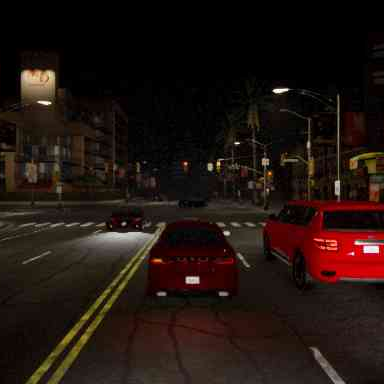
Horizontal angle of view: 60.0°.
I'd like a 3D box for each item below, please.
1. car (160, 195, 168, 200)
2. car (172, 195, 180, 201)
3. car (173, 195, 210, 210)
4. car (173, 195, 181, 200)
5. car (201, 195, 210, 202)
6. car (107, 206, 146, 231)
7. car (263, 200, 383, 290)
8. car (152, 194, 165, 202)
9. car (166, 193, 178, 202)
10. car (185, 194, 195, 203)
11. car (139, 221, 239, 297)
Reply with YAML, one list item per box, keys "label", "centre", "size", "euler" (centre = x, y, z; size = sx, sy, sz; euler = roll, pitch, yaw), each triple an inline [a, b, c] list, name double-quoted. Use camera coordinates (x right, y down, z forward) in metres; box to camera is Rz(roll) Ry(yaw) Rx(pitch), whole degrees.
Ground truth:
- label: "car"
  centre: [-7.595, 1.500, 90.642]
  size: [1.837, 1.490, 4.892]
  euler: [0, 0, 0]
- label: "car"
  centre: [-4.042, 1.524, 82.700]
  size: [1.812, 1.442, 4.674]
  euler: [0, 0, 0]
- label: "car"
  centre: [0.134, 1.491, 44.039]
  size: [2.128, 1.511, 4.902]
  euler: [0, 0, 35]
- label: "car"
  centre: [-4.111, 1.552, 92.503]
  size: [1.994, 1.385, 4.181]
  euler: [0, 0, 0]
- label: "car"
  centre: [3.016, 1.524, 74.612]
  size: [1.812, 1.442, 4.674]
  euler: [0, 0, 0]
- label: "car"
  centre: [-3.872, 1.564, 20.349]
  size: [1.994, 1.385, 4.181]
  euler: [0, 0, -4]
- label: "car"
  centre: [3.511, 1.221, 9.197]
  size: [2.150, 2.045, 5.566]
  euler: [0, 0, 0]
- label: "car"
  centre: [-7.472, 1.552, 72.205]
  size: [1.994, 1.385, 4.181]
  euler: [0, 0, 0]
- label: "car"
  centre: [-3.977, 1.225, 72.984]
  size: [2.150, 2.045, 5.566]
  euler: [0, 0, 0]
- label: "car"
  centre: [-0.472, 1.355, 73.032]
  size: [2.097, 1.767, 4.553]
  euler: [0, 0, 0]
- label: "car"
  centre: [0.014, 1.478, 8.621]
  size: [1.882, 1.535, 5.008]
  euler: [0, 0, 0]
